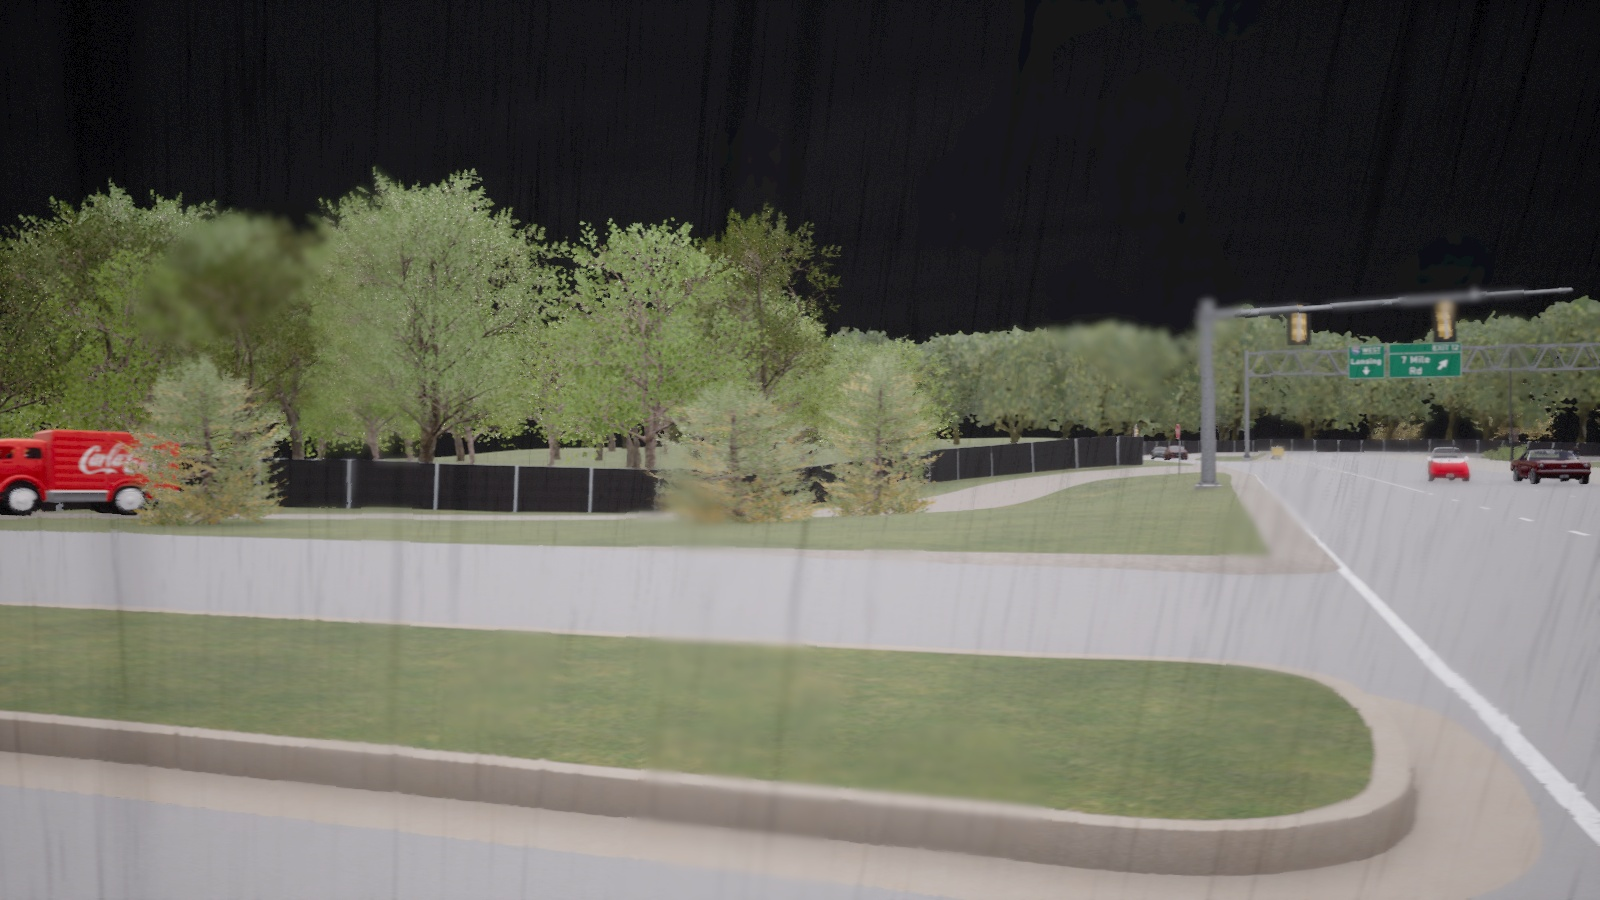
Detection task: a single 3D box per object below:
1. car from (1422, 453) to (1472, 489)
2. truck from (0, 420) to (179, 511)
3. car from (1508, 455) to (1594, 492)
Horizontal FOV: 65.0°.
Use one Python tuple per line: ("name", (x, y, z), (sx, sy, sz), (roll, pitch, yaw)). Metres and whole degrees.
("car", (25.655, 0.801, 49.843), (1.481, 1.376, 2.207), (0, 0, 19))
("truck", (-21.289, 0.511, 36.493), (5.204, 2.467, 2.627), (3, -3, -43))
("car", (28.867, 0.861, 48.420), (1.895, 1.301, 4.718), (0, 0, 19))
